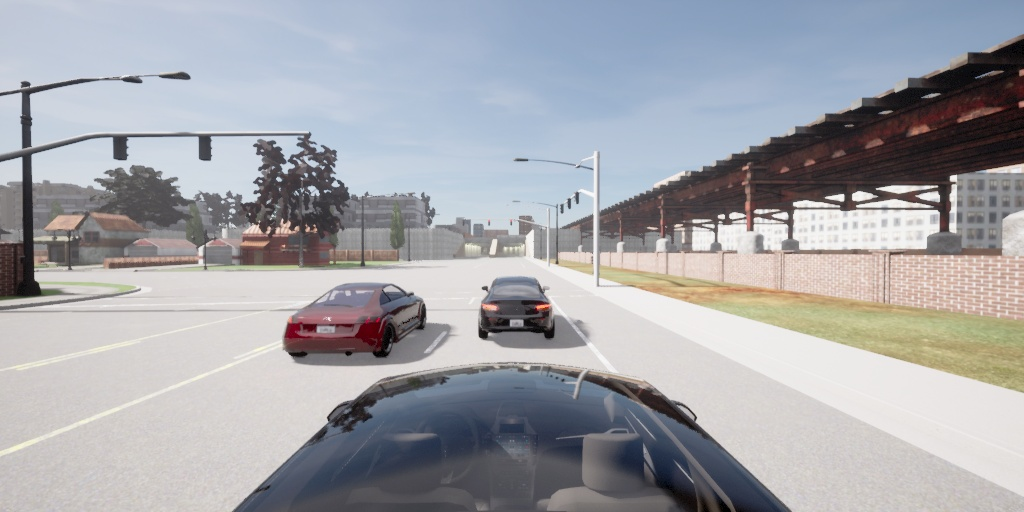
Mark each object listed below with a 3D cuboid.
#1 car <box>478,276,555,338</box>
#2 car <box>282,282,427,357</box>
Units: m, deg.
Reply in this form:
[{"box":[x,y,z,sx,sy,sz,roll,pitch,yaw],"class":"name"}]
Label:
[{"box":[0.105,1.276,10.018,1.812,1.442,4.674,0,0,0],"class":"car"},{"box":[-3.397,1.314,8.555,1.994,1.385,4.181,0,0,0],"class":"car"}]
